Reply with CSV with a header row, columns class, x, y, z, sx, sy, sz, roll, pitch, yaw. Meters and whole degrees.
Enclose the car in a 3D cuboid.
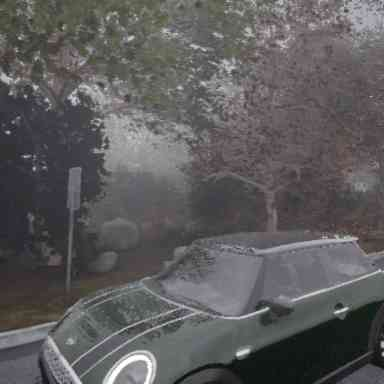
class,x,y,z,sx,sy,sz,roll,pitch,yaw
car,0.611,1.355,4.119,4.553,1.767,2.097,0,0,-35
